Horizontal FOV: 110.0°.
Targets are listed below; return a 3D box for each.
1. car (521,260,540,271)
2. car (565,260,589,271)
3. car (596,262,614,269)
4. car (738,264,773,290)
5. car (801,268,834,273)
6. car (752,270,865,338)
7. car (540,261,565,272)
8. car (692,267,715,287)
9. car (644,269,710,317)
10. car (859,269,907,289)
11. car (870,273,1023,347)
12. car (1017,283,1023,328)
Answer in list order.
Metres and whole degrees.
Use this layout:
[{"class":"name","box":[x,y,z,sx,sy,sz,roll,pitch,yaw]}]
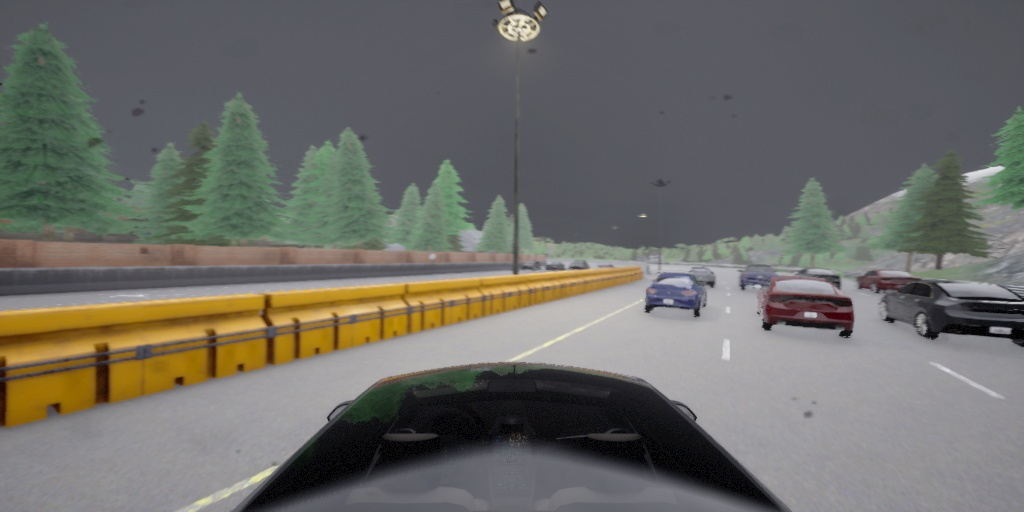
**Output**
[{"class":"car","box":[2.875,1.369,51.902,1.837,1.490,4.892,1,-1,23]},{"class":"car","box":[9.101,1.294,48.705,2.097,1.767,4.553,1,0,23]},{"class":"car","box":[12.279,1.509,47.220,1.812,1.442,4.674,1,0,23]},{"class":"car","box":[16.782,1.363,24.567,2.097,1.767,4.553,1,0,30]},{"class":"car","box":[20.922,1.546,24.781,1.882,1.535,5.008,1,0,29]},{"class":"car","box":[8.772,1.361,11.084,1.882,1.535,5.008,1,-1,32]},{"class":"car","box":[6.162,1.453,50.625,2.033,1.411,5.357,1,0,23]},{"class":"car","box":[14.351,1.547,27.381,1.994,1.385,4.181,1,0,29]},{"class":"car","box":[6.417,1.381,13.935,1.812,1.442,4.674,1,0,32]},{"class":"car","box":[23.911,1.584,22.963,1.882,1.535,5.008,1,0,29]},{"class":"car","box":[12.319,1.437,10.168,1.837,1.490,4.892,1,0,32]},{"class":"car","box":[15.723,1.539,9.024,1.994,1.385,4.181,1,0,32]}]
